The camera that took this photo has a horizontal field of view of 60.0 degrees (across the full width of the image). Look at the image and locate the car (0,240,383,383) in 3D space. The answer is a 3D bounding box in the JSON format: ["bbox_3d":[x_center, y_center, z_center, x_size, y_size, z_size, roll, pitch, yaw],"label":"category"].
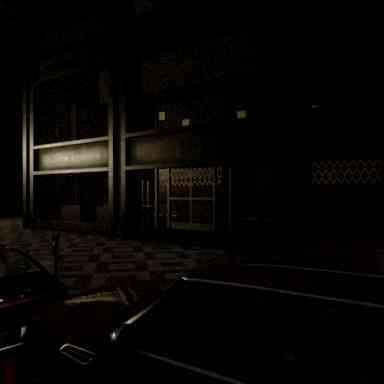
[{"bbox_3d":[0.760,1.315,2.415,5.009,1.841,2.192,0,0,34],"label":"car"}]
